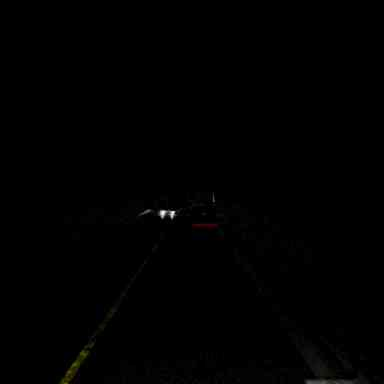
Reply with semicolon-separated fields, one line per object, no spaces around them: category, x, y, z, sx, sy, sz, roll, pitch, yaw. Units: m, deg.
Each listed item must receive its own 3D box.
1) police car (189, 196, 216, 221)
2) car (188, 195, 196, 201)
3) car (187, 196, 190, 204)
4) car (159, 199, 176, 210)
police car;0.896;1.436;27.013;1.930;1.638;5.238;0;0;0
car;-0.011;1.460;78.429;1.994;1.385;4.181;0;0;0
car;-0.009;1.580;63.429;2.033;1.411;5.357;0;0;0
car;-3.094;1.583;43.406;1.994;1.385;4.181;0;0;0
